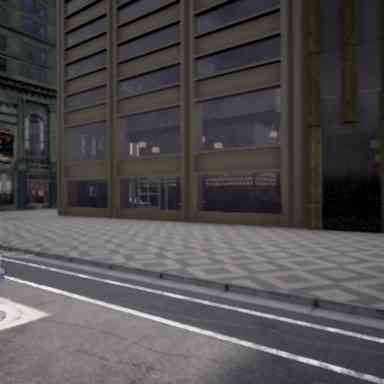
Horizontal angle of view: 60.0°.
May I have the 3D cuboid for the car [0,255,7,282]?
[{"bbox_3d":[-6.779,1.664,8.416,5.357,1.411,2.033,-1,0,36],"label":"car"}]
